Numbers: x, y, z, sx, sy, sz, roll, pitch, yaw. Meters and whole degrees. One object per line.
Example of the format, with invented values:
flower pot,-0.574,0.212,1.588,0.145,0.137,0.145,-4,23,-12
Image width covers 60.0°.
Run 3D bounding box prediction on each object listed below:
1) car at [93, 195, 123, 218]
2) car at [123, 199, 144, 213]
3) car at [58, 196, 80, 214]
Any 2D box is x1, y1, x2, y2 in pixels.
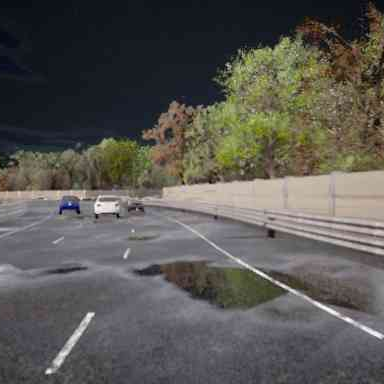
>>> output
car,-8.325,1.353,32.303,2.150,2.045,5.566,0,0,-17
car,-6.822,1.629,38.490,1.837,1.490,4.892,0,0,-21
car,-14.294,1.427,38.666,2.150,2.045,5.566,0,0,-22
